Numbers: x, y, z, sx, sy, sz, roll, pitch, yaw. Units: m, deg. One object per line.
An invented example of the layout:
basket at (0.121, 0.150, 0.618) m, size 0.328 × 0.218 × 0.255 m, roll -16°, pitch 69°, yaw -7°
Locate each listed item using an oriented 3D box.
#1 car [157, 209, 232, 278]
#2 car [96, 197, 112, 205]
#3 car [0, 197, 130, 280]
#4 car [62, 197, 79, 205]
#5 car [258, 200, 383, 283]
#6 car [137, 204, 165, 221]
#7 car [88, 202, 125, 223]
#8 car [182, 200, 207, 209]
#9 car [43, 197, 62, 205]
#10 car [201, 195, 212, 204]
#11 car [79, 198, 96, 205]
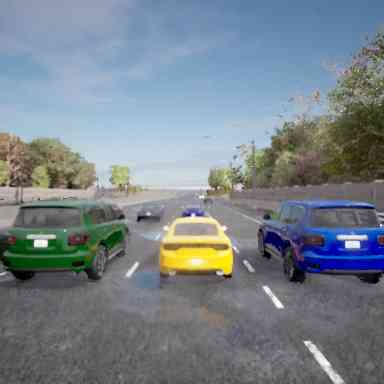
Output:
car at (0.100, 1.520, 10.364) m, size 1.882 × 1.535 × 5.008 m, roll 0°, pitch 0°, yaw 0°
car at (-17.498, 1.802, 66.276) m, size 1.812 × 1.442 × 4.674 m, roll 0°, pitch 0°, yaw 0°
car at (-3.401, 1.263, 10.163) m, size 2.150 × 2.045 × 5.566 m, roll 0°, pitch 0°, yaw 0°
car at (-24.498, 1.824, 67.070) m, size 1.994 × 1.385 × 4.181 m, roll 0°, pitch 0°, yaw 0°
car at (3.502, 1.251, 9.929) m, size 2.150 × 2.045 × 5.566 m, roll 0°, pitch 0°, yaw 0°
car at (-3.397, 1.680, 28.032) m, size 1.994 × 1.385 × 4.181 m, roll 0°, pitch 0°, yaw 0°
car at (-6.900, 1.619, 27.367) m, size 1.837 × 1.490 × 4.892 m, roll 0°, pitch 0°, yaw 0°
car at (0.099, 1.644, 28.508) m, size 1.812 × 1.442 × 4.674 m, roll 0°, pitch 0°, yaw 0°
car at (-27.998, 1.772, 67.071) m, size 1.837 × 1.490 × 4.892 m, roll 0°, pitch 0°, yaw 0°
car at (3.502, 1.839, 74.540) m, size 1.837 × 1.490 × 4.892 m, roll 0°, pitch 0°, yaw 0°
car at (-20.998, 1.867, 67.040) m, size 1.895 × 1.301 × 4.718 m, roll 0°, pitch 0°, yaw 0°
